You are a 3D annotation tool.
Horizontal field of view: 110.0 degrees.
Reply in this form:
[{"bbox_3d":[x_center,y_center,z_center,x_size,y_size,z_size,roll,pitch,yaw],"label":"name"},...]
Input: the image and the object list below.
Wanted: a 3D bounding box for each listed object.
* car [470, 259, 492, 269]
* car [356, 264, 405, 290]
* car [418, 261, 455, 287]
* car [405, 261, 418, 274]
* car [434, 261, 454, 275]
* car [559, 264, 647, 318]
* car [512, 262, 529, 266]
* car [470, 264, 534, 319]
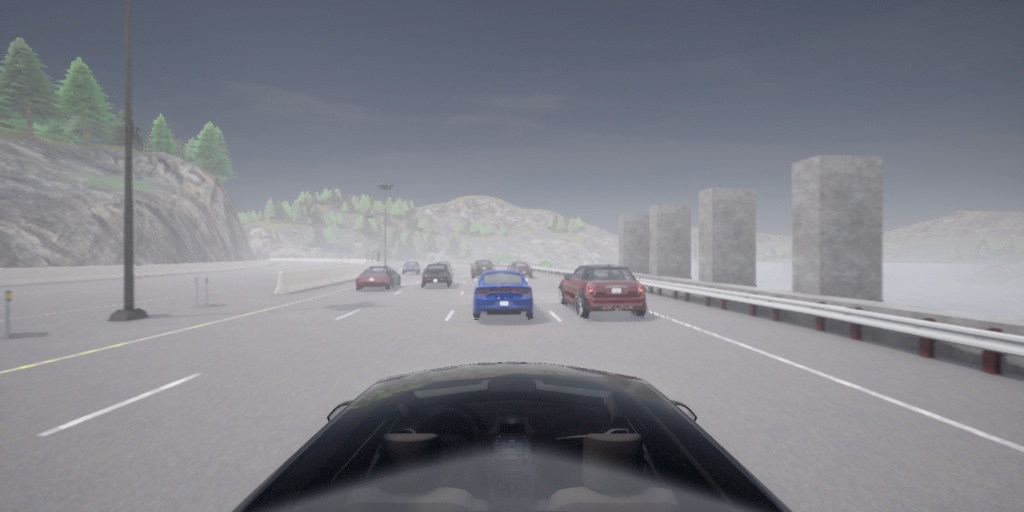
[{"bbox_3d":[-2.695,1.088,32.563,2.097,1.767,4.553,0,0,-9],"label":"car"},{"bbox_3d":[-8.316,1.319,22.619,1.994,1.385,4.181,0,0,-7],"label":"car"},{"bbox_3d":[-5.025,1.252,24.489,1.837,1.490,4.892,0,0,-7],"label":"car"},{"bbox_3d":[-11.342,1.298,40.558,2.033,1.411,5.357,0,0,-13],"label":"car"},{"bbox_3d":[-7.908,1.290,41.241,2.033,1.411,5.357,0,0,-13],"label":"car"},{"bbox_3d":[3.090,1.087,13.168,2.097,1.767,4.553,0,0,-4],"label":"car"},{"bbox_3d":[0.673,1.253,33.580,1.812,1.442,4.674,0,0,-10],"label":"car"},{"bbox_3d":[-0.379,1.221,12.840,1.882,1.535,5.008,0,0,-4],"label":"car"}]
